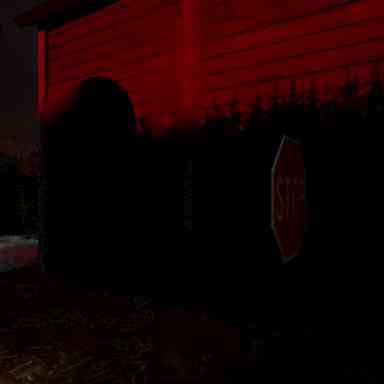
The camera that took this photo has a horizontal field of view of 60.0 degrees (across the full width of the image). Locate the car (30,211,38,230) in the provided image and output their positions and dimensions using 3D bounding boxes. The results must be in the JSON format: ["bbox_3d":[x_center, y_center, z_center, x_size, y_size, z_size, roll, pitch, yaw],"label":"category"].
[{"bbox_3d":[-6.089,1.216,18.742,2.150,2.045,5.566,0,0,34],"label":"car"}]
